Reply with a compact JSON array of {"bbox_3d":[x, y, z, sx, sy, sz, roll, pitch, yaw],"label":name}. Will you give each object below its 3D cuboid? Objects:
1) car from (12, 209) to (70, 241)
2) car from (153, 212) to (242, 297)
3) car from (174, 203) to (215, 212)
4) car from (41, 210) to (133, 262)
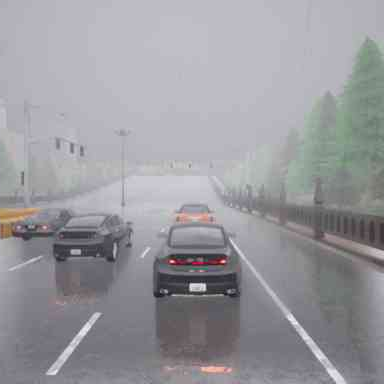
[{"bbox_3d":[-6.868,1.538,16.751,2.033,1.411,5.357,0,0,0],"label":"car"},{"bbox_3d":[0.116,1.500,8.521,1.837,1.490,4.892,0,0,0],"label":"car"},{"bbox_3d":[0.133,1.343,17.536,2.097,1.767,4.553,0,0,0],"label":"car"},{"bbox_3d":[-3.376,1.498,12.092,1.837,1.490,4.892,0,0,0],"label":"car"}]
